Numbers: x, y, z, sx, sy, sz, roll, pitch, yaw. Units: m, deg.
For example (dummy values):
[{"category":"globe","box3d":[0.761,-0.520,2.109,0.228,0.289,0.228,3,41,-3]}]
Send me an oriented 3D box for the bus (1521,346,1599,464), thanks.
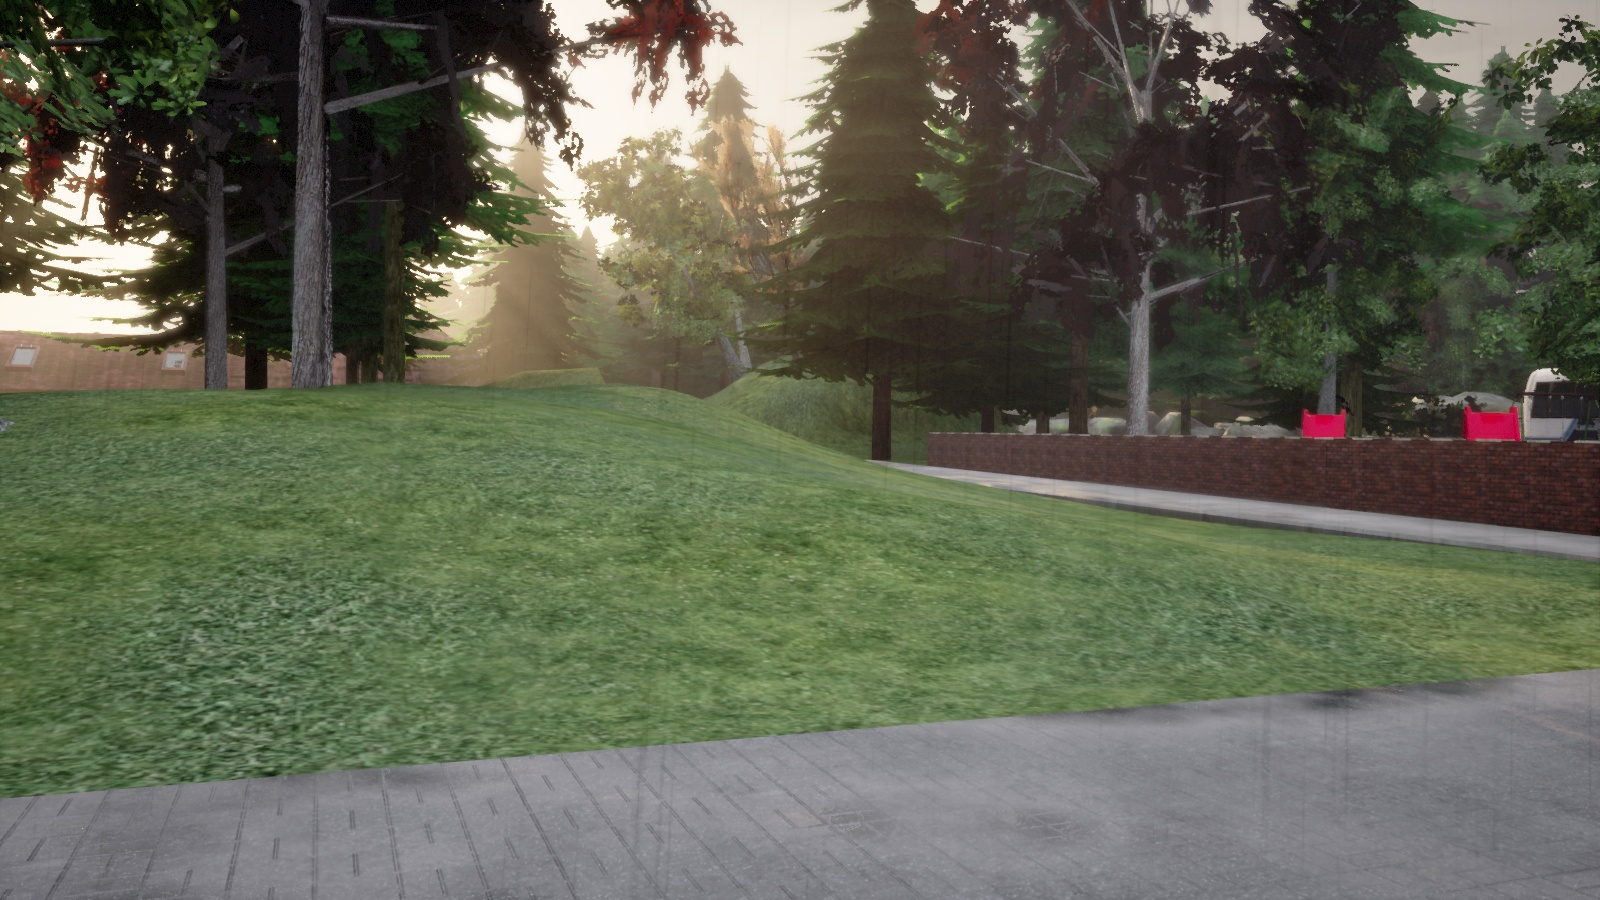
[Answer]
[{"category":"bus","box3d":[31.374,-1.636,44.144,3.944,4.253,10.273,-1,1,-21]}]
